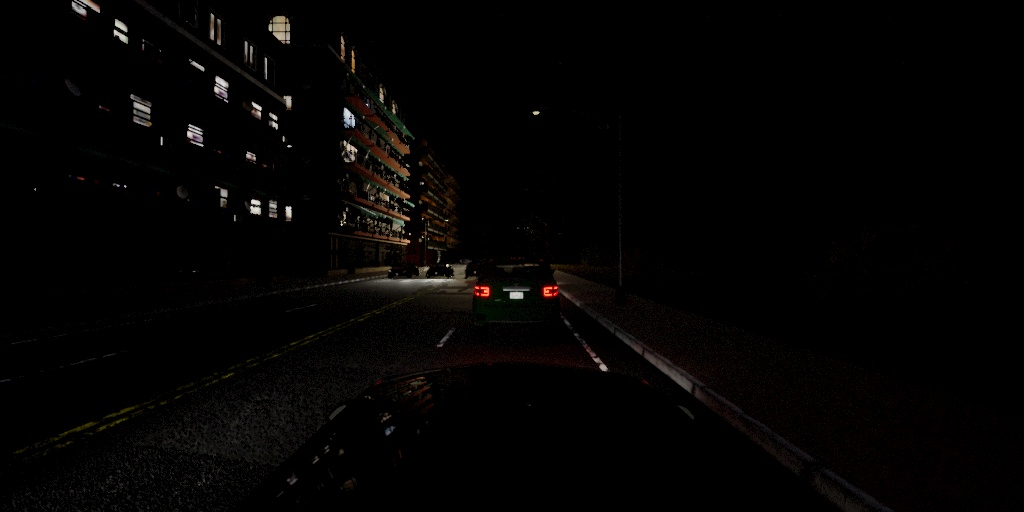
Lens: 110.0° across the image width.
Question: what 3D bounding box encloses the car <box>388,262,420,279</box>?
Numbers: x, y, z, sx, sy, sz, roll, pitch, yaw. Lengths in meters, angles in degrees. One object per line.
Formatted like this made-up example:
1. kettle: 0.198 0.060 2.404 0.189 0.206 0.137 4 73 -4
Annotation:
1. car: -9.760 1.278 32.698 1.812 1.442 4.674 0 0 0

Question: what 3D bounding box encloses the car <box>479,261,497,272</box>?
1. car: -3.039 1.315 45.897 1.994 1.385 4.181 0 0 0

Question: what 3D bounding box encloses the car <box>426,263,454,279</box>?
1. car: -6.523 1.316 32.852 1.994 1.385 4.181 0 0 0

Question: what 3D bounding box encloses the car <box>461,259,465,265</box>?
1. car: -3.073 1.230 32.533 1.882 1.535 5.008 0 -1 0

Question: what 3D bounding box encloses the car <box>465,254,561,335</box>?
1. car: 0.116 0.973 10.687 2.150 2.045 5.566 0 0 0
